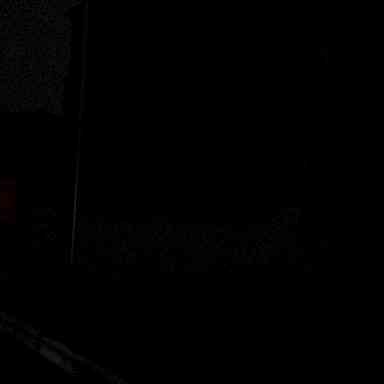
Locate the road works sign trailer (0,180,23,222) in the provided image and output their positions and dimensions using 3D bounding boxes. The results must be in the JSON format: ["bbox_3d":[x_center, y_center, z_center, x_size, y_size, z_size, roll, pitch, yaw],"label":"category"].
[{"bbox_3d":[-10.934,0.515,17.098,2.880,2.380,3.560,3,3,-7],"label":"road works sign trailer"}]
